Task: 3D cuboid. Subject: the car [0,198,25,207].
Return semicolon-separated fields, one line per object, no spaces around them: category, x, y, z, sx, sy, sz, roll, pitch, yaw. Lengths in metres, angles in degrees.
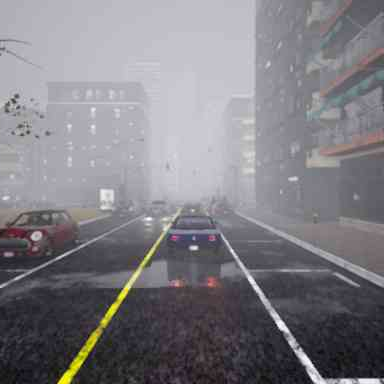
car;-27.983;1.888;50.685;4.403;1.369;2.008;-1;1;0

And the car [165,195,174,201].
car;-5.714;1.450;83.428;1.947;1.339;4.313;0;0;0

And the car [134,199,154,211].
car;-5.705;1.515;39.976;1.802;1.307;4.206;0;0;0

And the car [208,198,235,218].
car;2.678;1.493;28.920;1.887;1.381;4.507;0;0;0

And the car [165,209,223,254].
car;0.080;1.575;13.334;1.895;1.301;4.718;0;0;0

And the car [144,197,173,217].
car;-3.097;1.471;31.278;1.812;1.442;4.674;0;0;0

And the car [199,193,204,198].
car;2.669;1.475;72.371;1.802;1.307;4.206;0;0;0

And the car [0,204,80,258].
car;-5.700;1.416;12.337;1.967;1.590;4.097;0;0;0

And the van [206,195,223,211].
van;2.674;1.274;39.976;1.690;1.788;3.998;0;0;0

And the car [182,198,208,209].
car;0.077;1.512;29.343;1.994;1.385;4.181;0;0;0

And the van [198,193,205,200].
van;2.663;1.216;94.464;1.690;1.788;3.998;0;0;0

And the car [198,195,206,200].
car;2.665;1.424;88.941;1.887;1.381;4.507;0;0;0

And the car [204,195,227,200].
car;2.675;1.256;34.448;2.192;1.841;5.009;0;0;0

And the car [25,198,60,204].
car;-22.414;1.807;50.727;4.403;1.369;2.008;-1;1;0

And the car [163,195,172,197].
car;-5.712;1.459;72.381;1.947;1.339;4.313;0;0;0

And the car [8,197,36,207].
car;-30.285;1.732;59.305;4.097;1.590;1.967;-1;1;0

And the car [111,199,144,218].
car;-5.704;1.389;28.919;1.967;1.590;4.097;0;0;0
